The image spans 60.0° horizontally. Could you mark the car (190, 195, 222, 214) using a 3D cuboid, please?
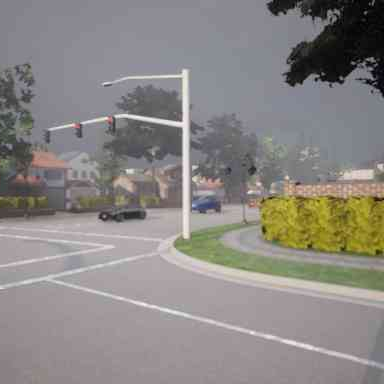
[{"bbox_3d":[1.292,1.368,37.459,2.150,2.045,5.566,0,-1,35],"label":"car"}]

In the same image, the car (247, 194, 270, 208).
[{"bbox_3d":[10.314,1.368,50.310,2.150,2.045,5.566,0,-1,35],"label":"car"}]

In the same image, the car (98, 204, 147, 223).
[{"bbox_3d":[-5.672,1.708,27.512,1.994,1.385,4.181,0,0,35],"label":"car"}]
